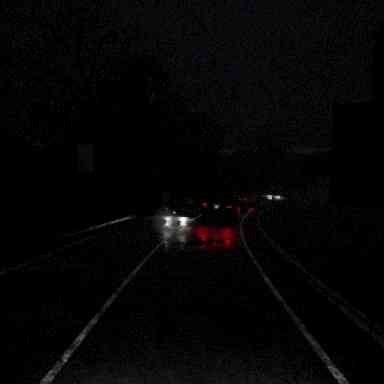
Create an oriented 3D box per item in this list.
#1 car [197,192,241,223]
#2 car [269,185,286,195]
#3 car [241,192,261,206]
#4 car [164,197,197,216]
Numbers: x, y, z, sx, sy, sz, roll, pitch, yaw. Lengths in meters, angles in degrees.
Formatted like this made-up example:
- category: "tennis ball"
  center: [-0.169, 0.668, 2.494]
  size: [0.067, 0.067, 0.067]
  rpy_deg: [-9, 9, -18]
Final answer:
- category: "car"
  center: [2.068, 1.001, 23.821]
  size: [2.150, 2.045, 5.566]
  rpy_deg: [1, 1, 11]
- category: "car"
  center: [16.685, -0.479, 64.765]
  size: [2.097, 1.767, 4.553]
  rpy_deg: [4, 5, 36]
- category: "car"
  center: [7.275, 0.791, 41.137]
  size: [1.801, 1.575, 5.366]
  rpy_deg: [3, 3, 22]
- category: "car"
  center: [-0.766, 1.164, 28.337]
  size: [2.033, 1.411, 5.357]
  rpy_deg: [1, 2, 13]
